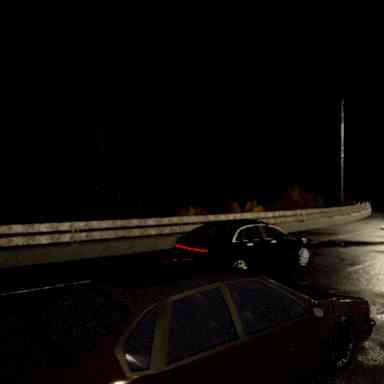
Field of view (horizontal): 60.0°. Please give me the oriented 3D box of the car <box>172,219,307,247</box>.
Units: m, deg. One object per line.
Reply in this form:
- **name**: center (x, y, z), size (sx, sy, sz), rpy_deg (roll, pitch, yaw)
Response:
- **car**: center (1.635, 1.570, 9.711), size (4.892, 1.490, 1.837), rpy_deg (1, 0, -40)

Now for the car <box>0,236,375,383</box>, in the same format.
- **car**: center (0.061, 1.569, 3.895), size (5.357, 1.411, 2.033), rpy_deg (1, 0, -38)
